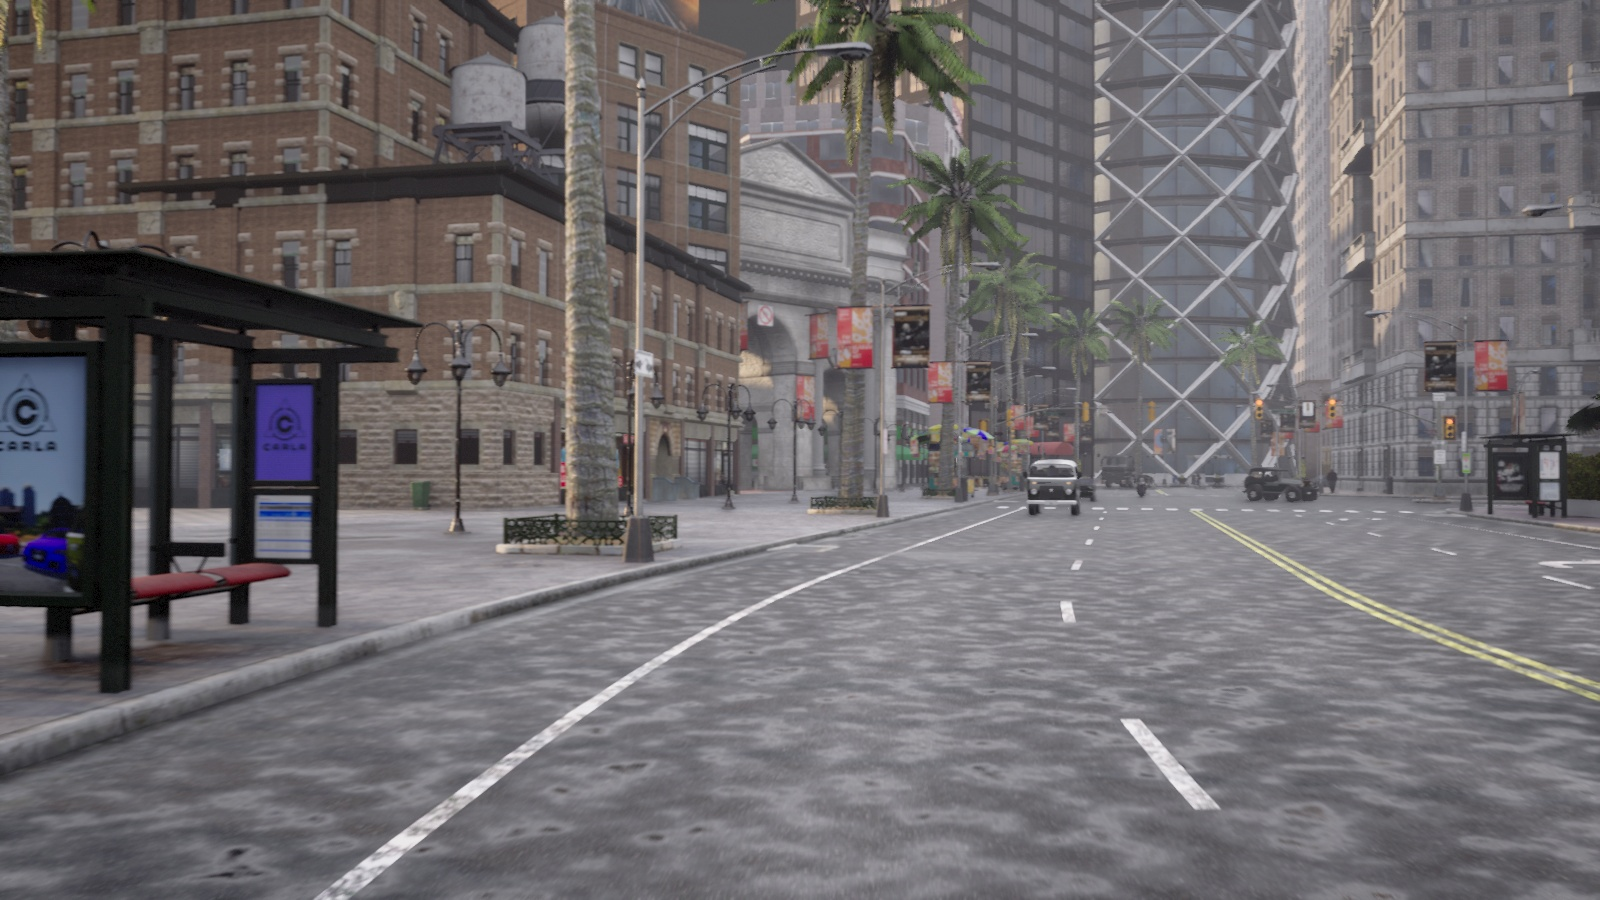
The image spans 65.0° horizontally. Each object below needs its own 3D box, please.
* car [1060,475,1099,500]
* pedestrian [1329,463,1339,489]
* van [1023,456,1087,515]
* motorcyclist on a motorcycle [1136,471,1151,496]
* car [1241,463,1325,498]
[{"bbox_3d":[15.391,2.021,69.063,1.895,1.301,4.718,0,-1,15],"label":"car"},{"bbox_3d":[38.386,1.858,90.283,0.634,1.844,0.899,-1,-1,20],"label":"pedestrian"},{"bbox_3d":[9.437,1.282,46.274,2.069,2.038,4.480,0,-1,15],"label":"van"},{"bbox_3d":[21.911,2.121,80.176,0.866,1.530,2.191,0,-1,15],"label":"motorcyclist on a motorcycle"},{"bbox_3d":[26.575,1.682,69.136,1.905,1.878,3.866,0,-1,-38],"label":"car"}]
